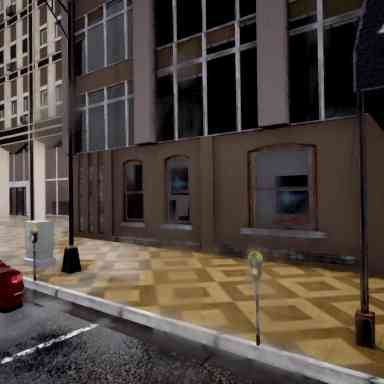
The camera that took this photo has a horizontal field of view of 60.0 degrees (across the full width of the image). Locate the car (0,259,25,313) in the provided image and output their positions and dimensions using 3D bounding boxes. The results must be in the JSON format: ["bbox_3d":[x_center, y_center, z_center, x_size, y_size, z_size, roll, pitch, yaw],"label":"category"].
[{"bbox_3d":[-4.803,1.584,6.322,4.206,1.307,1.802,0,-1,36],"label":"car"}]
